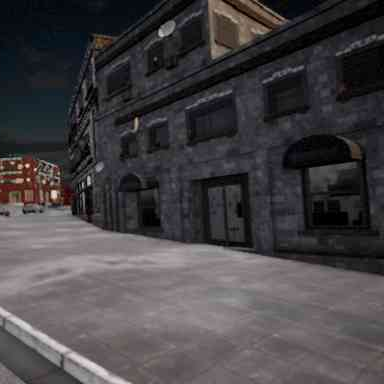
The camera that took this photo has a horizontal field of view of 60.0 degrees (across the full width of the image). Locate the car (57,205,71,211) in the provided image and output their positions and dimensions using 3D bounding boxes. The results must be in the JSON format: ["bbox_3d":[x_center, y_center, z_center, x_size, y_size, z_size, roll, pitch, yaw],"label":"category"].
[{"bbox_3d":[-29.129,3.658,75.510,1.895,1.301,4.718,-3,-2,-4],"label":"car"}]

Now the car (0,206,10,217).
[{"bbox_3d":[-23.075,2.336,38.840,1.812,1.442,4.674,-3,-1,-5],"label":"car"}]

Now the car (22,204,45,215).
[{"bbox_3d":[-24.115,2.573,50.669,2.128,1.511,4.902,-3,-1,-4],"label":"car"}]
